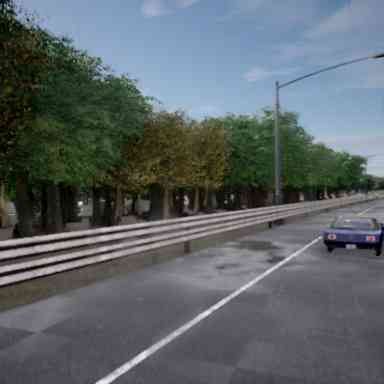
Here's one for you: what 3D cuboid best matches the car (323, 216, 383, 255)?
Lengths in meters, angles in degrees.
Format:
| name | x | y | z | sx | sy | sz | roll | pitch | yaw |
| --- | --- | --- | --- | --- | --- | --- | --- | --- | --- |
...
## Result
| name | x | y | z | sx | sy | sz | roll | pitch | yaw |
| --- | --- | --- | --- | --- | --- | --- | --- | --- | --- |
| car | 6.638 | 1.605 | 13.406 | 1.895 | 1.301 | 4.718 | -1 | 0 | 31 |
